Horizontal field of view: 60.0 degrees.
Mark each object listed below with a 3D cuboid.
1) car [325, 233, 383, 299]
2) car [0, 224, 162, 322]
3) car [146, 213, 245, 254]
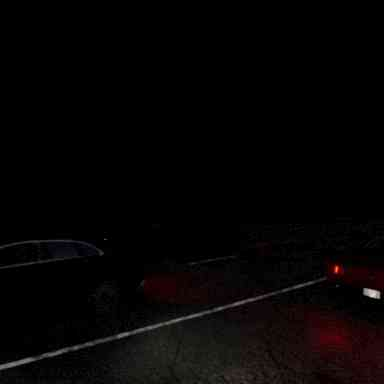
[{"bbox_3d":[5.114,1.543,7.393,4.718,1.301,1.895,-1,1,-35],"label":"car"},{"bbox_3d":[-3.245,1.497,5.974,4.902,1.511,2.128,0,0,-35],"label":"car"},{"bbox_3d":[-0.492,1.514,12.235,5.357,1.411,2.033,-1,1,-35],"label":"car"}]
